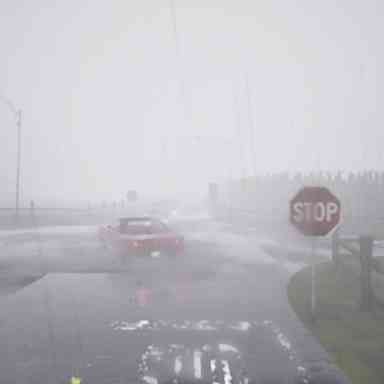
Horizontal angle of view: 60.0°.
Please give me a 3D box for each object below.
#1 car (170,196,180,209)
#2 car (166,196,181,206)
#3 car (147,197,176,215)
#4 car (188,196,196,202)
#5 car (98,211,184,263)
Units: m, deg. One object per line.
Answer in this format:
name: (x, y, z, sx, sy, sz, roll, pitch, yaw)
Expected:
car: (-2.850, 1.394, 40.617, 1.882, 1.535, 5.008, 0, 0, 0)
car: (-2.826, 1.391, 52.510, 2.128, 1.511, 4.902, 0, 0, 0)
car: (-2.850, 1.482, 30.139, 2.033, 1.411, 5.357, 0, 0, 0)
car: (-0.013, 1.471, 71.898, 1.895, 1.301, 4.718, 0, 0, 0)
car: (-2.069, 1.572, 12.026, 1.895, 1.301, 4.718, 0, 0, -26)
